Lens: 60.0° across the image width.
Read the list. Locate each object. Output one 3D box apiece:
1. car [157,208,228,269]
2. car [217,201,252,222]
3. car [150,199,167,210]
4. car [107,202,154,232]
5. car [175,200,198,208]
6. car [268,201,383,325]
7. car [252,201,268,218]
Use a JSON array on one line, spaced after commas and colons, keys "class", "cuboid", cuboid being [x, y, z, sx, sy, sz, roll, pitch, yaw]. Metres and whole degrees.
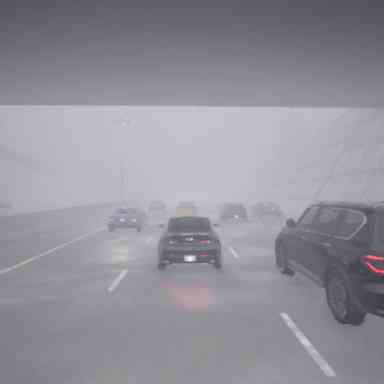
[{"class": "car", "cuboid": [-0.101, 1.502, 11.183, 1.837, 1.490, 4.892, 0, 0, -1]}, {"class": "car", "cuboid": [3.095, 1.472, 25.904, 1.837, 1.490, 4.892, 0, 0, -1]}, {"class": "car", "cuboid": [-4.224, 1.584, 41.202, 1.994, 1.385, 4.181, 0, 0, -1]}, {"class": "car", "cuboid": [-3.797, 1.571, 20.379, 2.033, 1.411, 5.357, 0, 0, -1]}, {"class": "car", "cuboid": [-0.484, 1.472, 29.647, 1.882, 1.535, 5.008, 0, 0, -1]}, {"class": "car", "cuboid": [3.479, 1.192, 7.184, 2.150, 2.045, 5.566, 0, 0, -1]}, {"class": "car", "cuboid": [6.521, 1.486, 29.488, 2.033, 1.411, 5.357, 0, 0, -1]}]
